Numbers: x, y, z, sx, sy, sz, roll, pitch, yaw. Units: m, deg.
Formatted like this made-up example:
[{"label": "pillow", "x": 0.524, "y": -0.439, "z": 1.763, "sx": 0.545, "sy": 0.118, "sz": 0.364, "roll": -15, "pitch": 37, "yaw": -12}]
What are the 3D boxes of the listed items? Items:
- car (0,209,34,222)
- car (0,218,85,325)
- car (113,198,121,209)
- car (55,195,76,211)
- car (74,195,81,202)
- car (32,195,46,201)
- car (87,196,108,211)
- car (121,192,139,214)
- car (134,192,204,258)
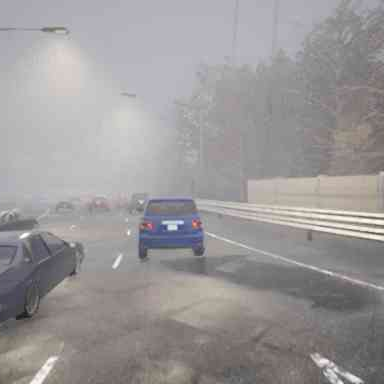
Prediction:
[{"label": "car", "x": -8.204, "y": 1.499, "z": 14.411, "sx": 2.128, "sy": 1.511, "sz": 4.902, "roll": -1, "pitch": 0, "yaw": -8}, {"label": "car", "x": -3.825, "y": 1.549, "z": 7.187, "sx": 2.033, "sy": 1.411, "sz": 5.357, "roll": -1, "pitch": 0, "yaw": -4}, {"label": "car", "x": -8.763, "y": 1.383, "z": 42.300, "sx": 1.994, "sy": 1.385, "sz": 4.181, "roll": -1, "pitch": 0, "yaw": -22}, {"label": "car", "x": -15.347, "y": 1.446, "z": 39.983, "sx": 1.812, "sy": 1.442, "sz": 4.674, "roll": -1, "pitch": 0, "yaw": -22}, {"label": "car", "x": -24.967, "y": 1.389, "z": 69.813, "sx": 1.994, "sy": 1.385, "sz": 4.181, "roll": -1, "pitch": 1, "yaw": -40}, {"label": "car", "x": -38.815, "y": 1.466, "z": 84.331, "sx": 4.181, "sy": 1.385, "sz": 1.994, "roll": 0, "pitch": 1, "yaw": 41}, {"label": "car", "x": -10.888, "y": 1.228, "z": 38.134, "sx": 2.097, "sy": 1.767, "sz": 4.553, "roll": -1, "pitch": 0, "yaw": -21}, {"label": "car", "x": -5.474, "y": 1.062, "z": 33.190, "sx": 2.150, "sy": 2.045, "sz": 5.566, "roll": -1, "pitch": 0, "yaw": -18}, {"label": "car", "x": -0.913, "y": 1.147, "z": 12.747, "sx": 2.150, "sy": 2.045, "sz": 5.566, "roll": -1, "pitch": 1, "yaw": -7}]
